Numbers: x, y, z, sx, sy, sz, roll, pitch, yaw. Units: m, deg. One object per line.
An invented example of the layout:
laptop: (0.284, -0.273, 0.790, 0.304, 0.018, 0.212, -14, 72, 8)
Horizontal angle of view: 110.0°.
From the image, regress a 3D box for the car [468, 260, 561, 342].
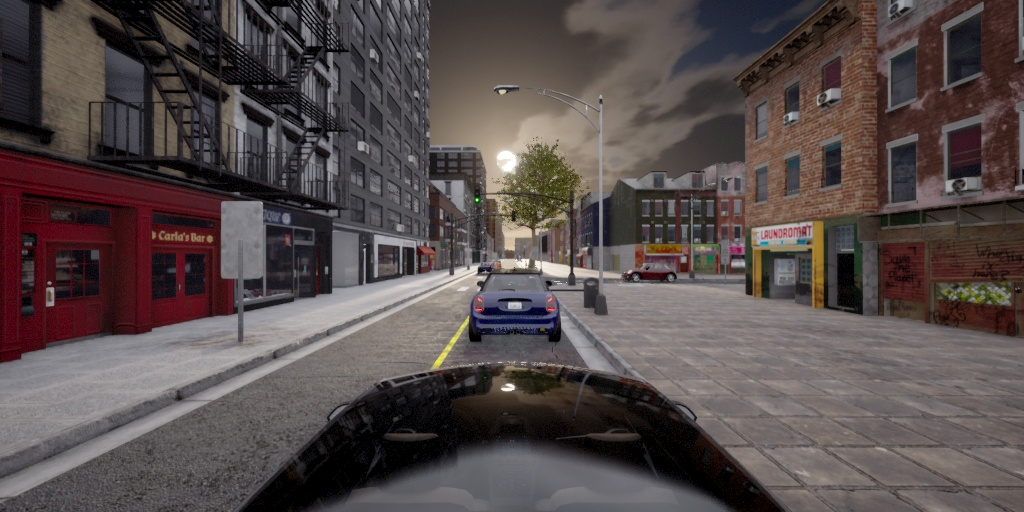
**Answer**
car: (0.071, 1.103, 9.933, 2.097, 1.767, 4.553, 0, 0, 0)

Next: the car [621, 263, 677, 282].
car: (10.910, 1.268, 28.849, 4.097, 1.591, 1.967, 0, 0, 0)

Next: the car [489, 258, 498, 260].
car: (-2.853, 1.120, 51.050, 2.097, 1.767, 4.553, 0, 0, 0)
